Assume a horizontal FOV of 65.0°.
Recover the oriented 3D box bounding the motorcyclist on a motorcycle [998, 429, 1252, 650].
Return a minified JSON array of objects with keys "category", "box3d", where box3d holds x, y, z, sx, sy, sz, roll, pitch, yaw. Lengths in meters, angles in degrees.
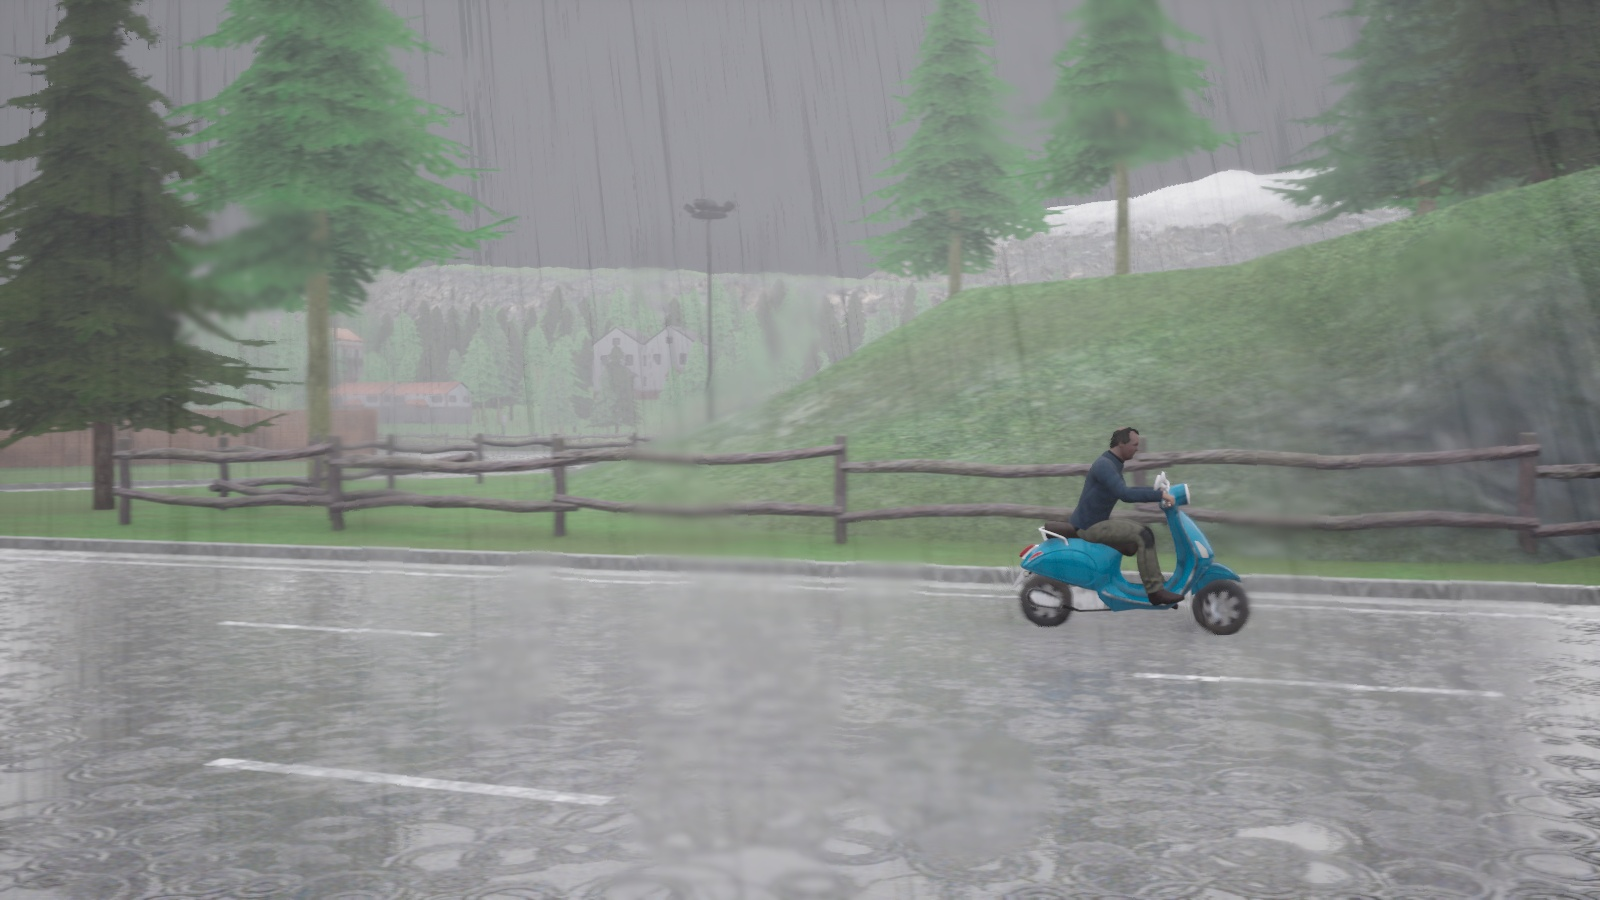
[{"category":"motorcyclist on a motorcycle","box3d":[2.522,0.634,9.729,1.817,1.590,0.866,1,1,19]}]
